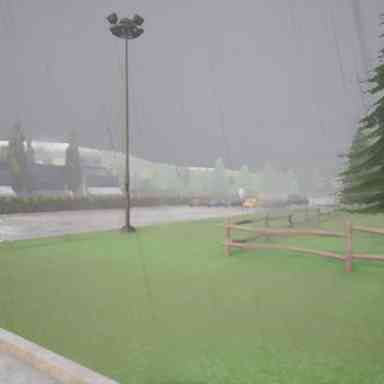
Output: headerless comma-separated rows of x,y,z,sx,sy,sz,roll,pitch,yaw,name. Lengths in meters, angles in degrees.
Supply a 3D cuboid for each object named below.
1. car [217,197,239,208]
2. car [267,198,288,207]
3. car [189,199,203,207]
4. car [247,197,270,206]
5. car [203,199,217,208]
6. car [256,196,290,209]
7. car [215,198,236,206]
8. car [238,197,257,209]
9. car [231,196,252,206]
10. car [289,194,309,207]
6.586,1.736,52.358,2.128,1.511,4.902,-1,0,37,car
14.910,1.810,57.843,1.895,1.301,4.718,-1,0,36,car
1.290,1.876,56.962,1.994,1.385,4.181,-1,0,37,car
12.075,1.735,59.896,2.128,1.511,4.902,-1,0,36,car
4.192,1.842,54.991,1.994,1.385,4.181,-1,0,37,car
11.688,1.723,47.491,2.033,1.411,5.357,-1,0,37,car
6.460,1.912,64.074,1.895,1.301,4.718,-1,0,36,car
9.381,1.688,50.253,1.882,1.535,5.008,-1,0,37,car
9.239,1.629,61.950,2.097,1.767,4.553,-1,0,36,car
17.724,1.396,55.768,2.150,2.045,5.566,-1,0,36,car
